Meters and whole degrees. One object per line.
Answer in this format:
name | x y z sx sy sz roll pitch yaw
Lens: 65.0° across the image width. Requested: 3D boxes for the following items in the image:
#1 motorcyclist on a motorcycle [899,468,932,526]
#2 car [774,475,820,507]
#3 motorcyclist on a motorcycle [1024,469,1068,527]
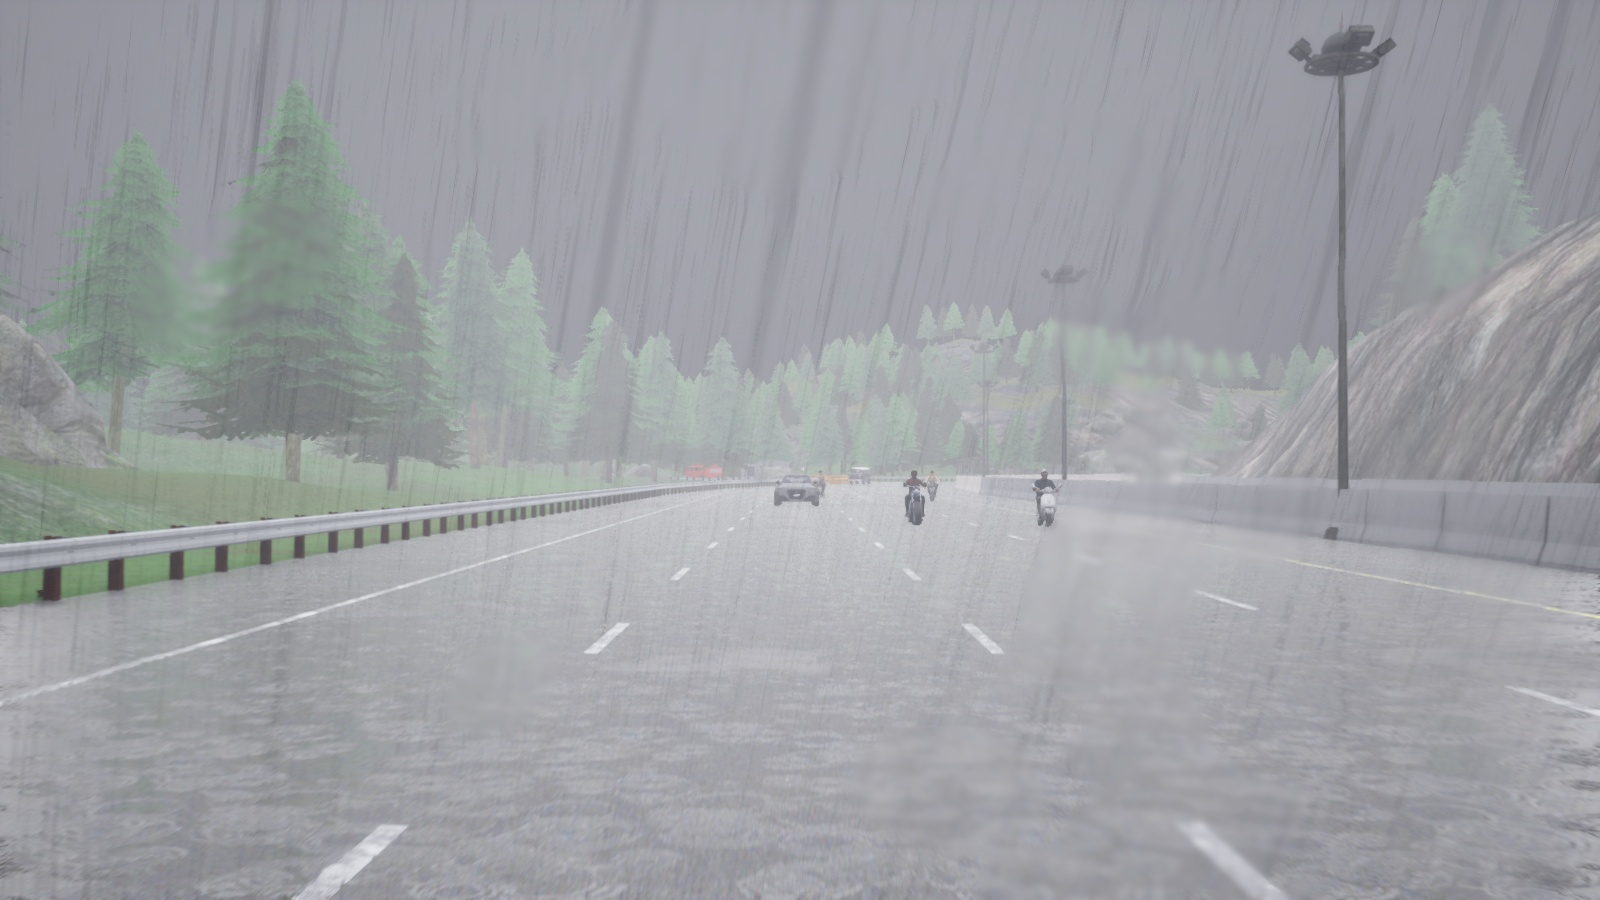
motorcyclist on a motorcycle | 3.409 1.373 37.188 0.766 1.649 2.350 0 -1 0
car | -0.138 1.832 56.941 1.994 1.385 4.181 0 -1 0
motorcyclist on a motorcycle | 6.914 1.333 35.402 0.866 1.590 1.817 0 -1 0
